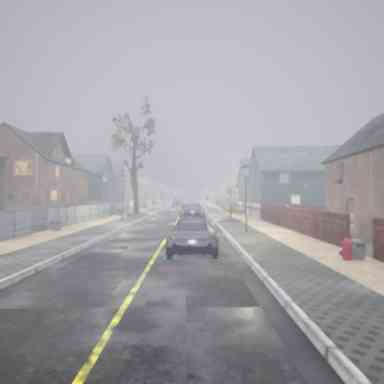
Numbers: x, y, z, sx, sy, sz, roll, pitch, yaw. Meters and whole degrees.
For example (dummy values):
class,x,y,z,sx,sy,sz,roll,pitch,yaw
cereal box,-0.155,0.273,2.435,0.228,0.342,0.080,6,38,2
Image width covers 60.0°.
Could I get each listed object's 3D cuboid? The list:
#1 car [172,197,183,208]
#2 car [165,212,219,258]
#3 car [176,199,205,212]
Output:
class,x,y,z,sx,sy,sz,roll,pitch,yaw
car,-2.716,2.032,64.542,2.150,2.045,5.566,0,-1,0
car,0.029,1.718,13.503,1.994,1.385,4.181,0,-1,1
car,0.040,1.686,28.463,2.097,1.767,4.553,0,-1,0
